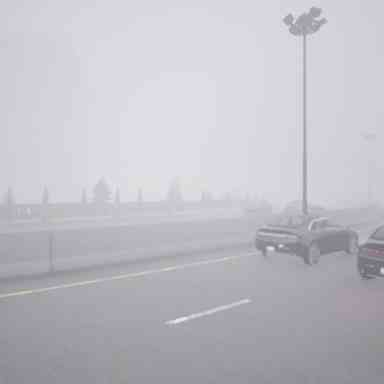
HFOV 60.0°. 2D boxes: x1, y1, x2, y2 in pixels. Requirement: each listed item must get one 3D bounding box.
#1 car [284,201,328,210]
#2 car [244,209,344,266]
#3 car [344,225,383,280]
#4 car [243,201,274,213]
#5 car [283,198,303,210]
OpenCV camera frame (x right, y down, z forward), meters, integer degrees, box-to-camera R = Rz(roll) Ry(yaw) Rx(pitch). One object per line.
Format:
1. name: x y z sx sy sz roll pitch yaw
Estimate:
1. car: 10.191 1.737 28.605 2.033 1.411 5.357 0 0 39
2. car: 4.281 1.572 12.030 4.902 1.511 2.128 0 0 -41
3. car: 6.252 1.569 9.098 4.892 1.490 1.837 0 0 -41
4. car: 7.373 1.714 36.547 1.882 1.535 5.008 0 0 35
5. car: 11.646 1.593 36.592 2.097 1.767 4.553 0 0 34
